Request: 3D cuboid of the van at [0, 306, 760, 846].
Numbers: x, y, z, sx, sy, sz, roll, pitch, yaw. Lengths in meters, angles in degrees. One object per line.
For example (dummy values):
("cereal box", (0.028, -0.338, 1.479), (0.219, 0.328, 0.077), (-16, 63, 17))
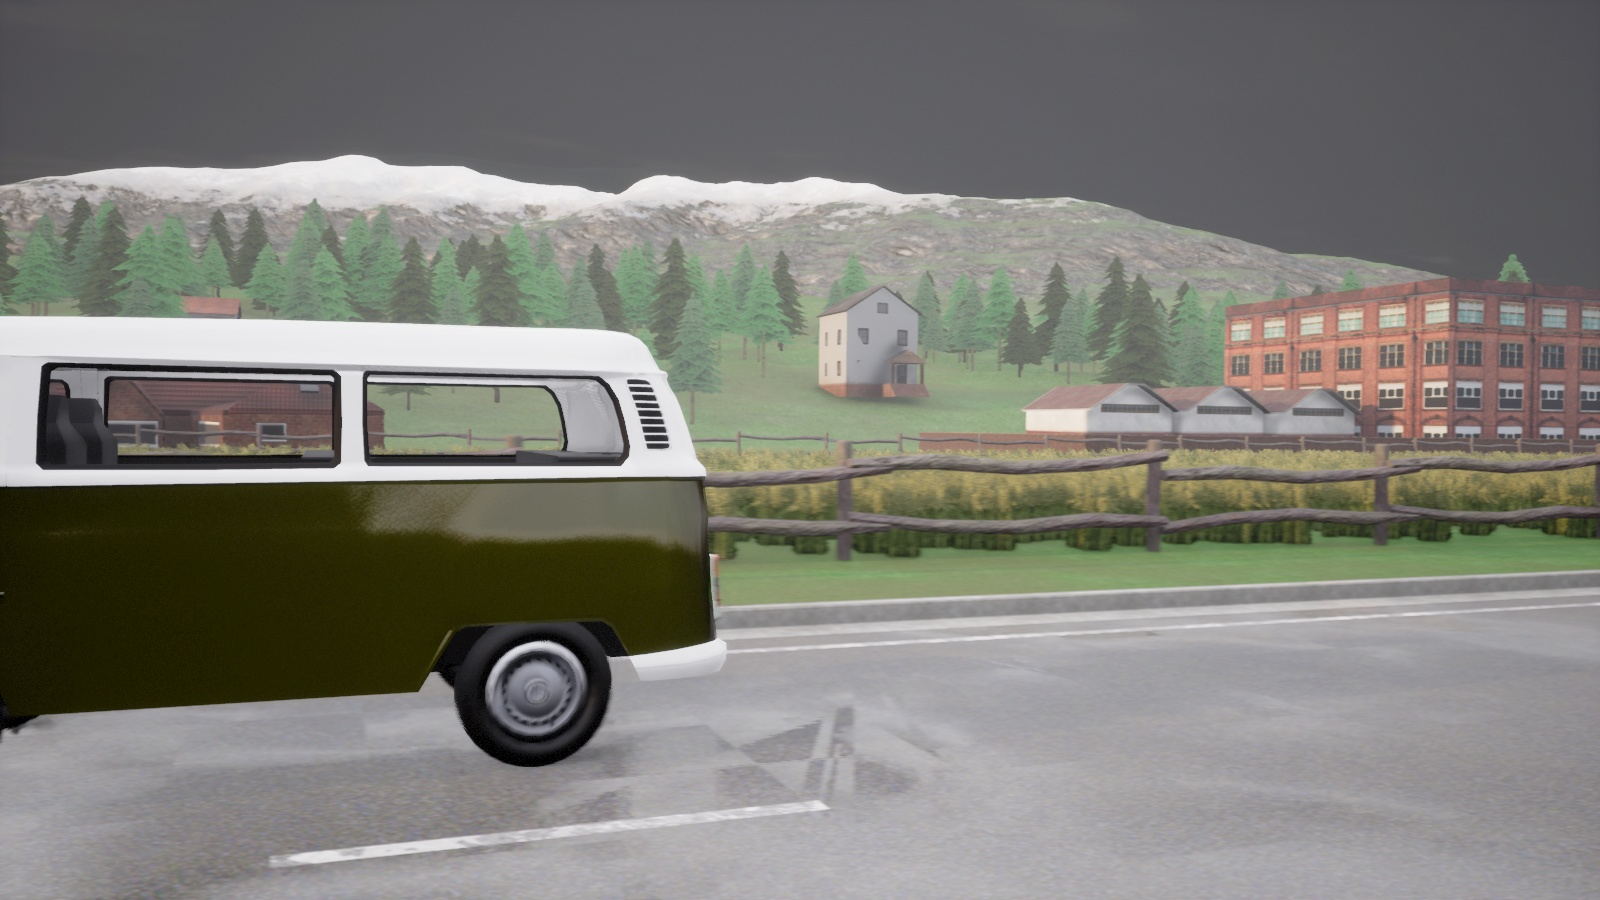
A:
("van", (-2.656, 0.453, 5.971), (4.480, 2.038, 2.069), (-1, 1, -21))
